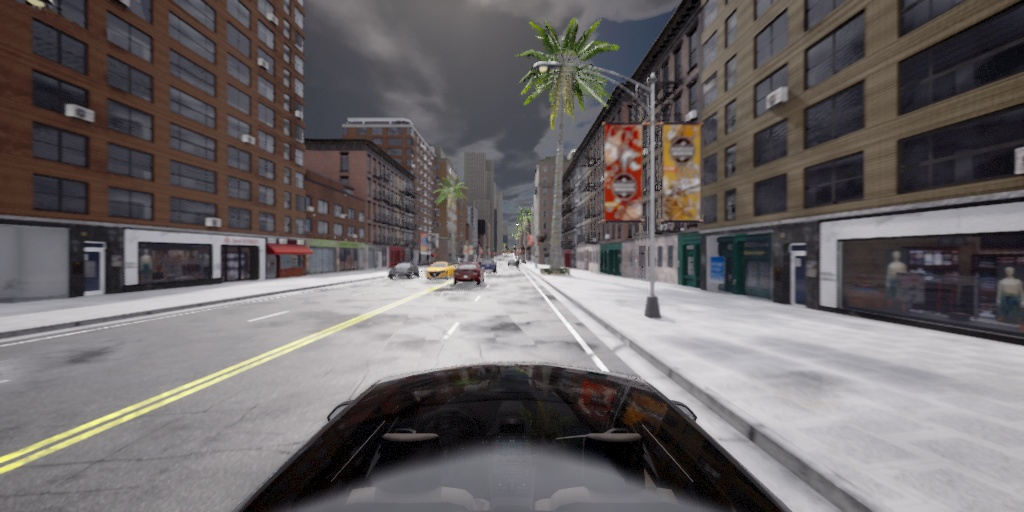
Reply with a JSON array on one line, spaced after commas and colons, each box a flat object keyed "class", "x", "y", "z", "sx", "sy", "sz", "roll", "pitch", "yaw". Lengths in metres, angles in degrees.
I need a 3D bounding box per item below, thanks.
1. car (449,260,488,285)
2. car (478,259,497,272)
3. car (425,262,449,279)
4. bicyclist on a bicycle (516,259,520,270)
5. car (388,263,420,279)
[{"class": "car", "x": -3.151, "y": 1.273, "z": 26.935, "sx": 1.882, "sy": 1.535, "sz": 5.008, "roll": 0, "pitch": 0, "yaw": 0}, {"class": "car", "x": -3.152, "y": 1.246, "z": 48.864, "sx": 2.097, "sy": 1.767, "sz": 4.553, "roll": 0, "pitch": 0, "yaw": 0}, {"class": "car", "x": -6.595, "y": 1.295, "z": 33.085, "sx": 1.882, "sy": 1.535, "sz": 5.008, "roll": 0, "pitch": 0, "yaw": 0}, {"class": "bicyclist on a bicycle", "x": 0.892, "y": 1.290, "z": 52.905, "sx": 0.659, "sy": 1.776, "sz": 1.843, "roll": 0, "pitch": 0, "yaw": 0}, {"class": "car", "x": -9.845, "y": 1.342, "z": 32.993, "sx": 1.812, "sy": 1.442, "sz": 4.674, "roll": 0, "pitch": 0, "yaw": 0}]
